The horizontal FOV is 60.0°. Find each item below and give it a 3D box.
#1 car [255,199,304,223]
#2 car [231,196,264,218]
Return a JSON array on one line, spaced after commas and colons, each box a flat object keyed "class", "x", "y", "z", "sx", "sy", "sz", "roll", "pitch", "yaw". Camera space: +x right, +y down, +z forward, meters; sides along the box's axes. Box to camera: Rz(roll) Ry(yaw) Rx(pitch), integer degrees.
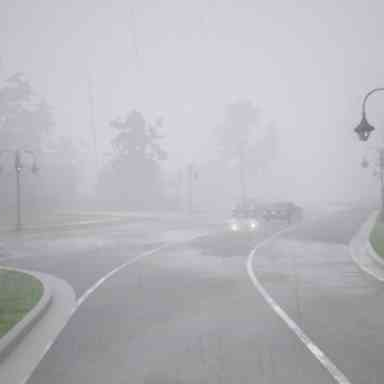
[{"class": "car", "x": 6.700, "y": 1.405, "z": 24.247, "sx": 2.033, "sy": 1.411, "sz": 5.357, "roll": -1, "pitch": 0, "yaw": 31}, {"class": "car", "x": 5.080, "y": 1.231, "z": 28.643, "sx": 2.097, "sy": 1.767, "sz": 4.553, "roll": -1, "pitch": 0, "yaw": 31}]
